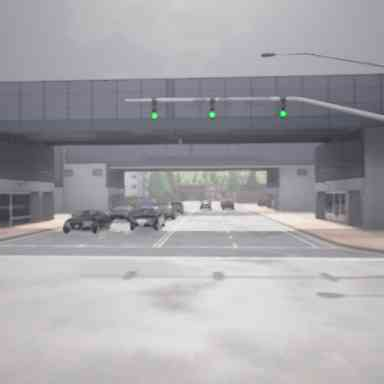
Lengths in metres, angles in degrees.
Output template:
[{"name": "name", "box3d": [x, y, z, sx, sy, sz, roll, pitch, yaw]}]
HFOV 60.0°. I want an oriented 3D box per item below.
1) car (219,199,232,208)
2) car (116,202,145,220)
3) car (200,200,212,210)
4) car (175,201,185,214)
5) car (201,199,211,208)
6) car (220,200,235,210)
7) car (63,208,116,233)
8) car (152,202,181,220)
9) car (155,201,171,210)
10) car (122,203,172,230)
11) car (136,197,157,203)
[{"name": "car", "box3d": [6.149, 2.142, 61.650, 2.128, 1.511, 4.902, 0, -1, 3]}, {"name": "car", "box3d": [-6.111, 1.902, 30.488, 2.033, 1.411, 5.357, 0, -1, 3]}, {"name": "car", "box3d": [2.146, 2.110, 52.233, 2.033, 1.411, 5.357, 0, -1, 3]}, {"name": "car", "box3d": [-1.963, 1.975, 42.427, 1.837, 1.490, 4.892, 0, -1, 3]}, {"name": "car", "box3d": [2.658, 2.143, 61.907, 1.882, 1.535, 5.008, 0, -1, 3]}, {"name": "car", "box3d": [5.653, 2.056, 52.276, 1.837, 1.490, 4.892, 0, -1, 3]}, {"name": "car", "box3d": [-6.592, 1.820, 21.300, 1.994, 1.385, 4.181, 0, -1, 3]}, {"name": "car", "box3d": [-2.519, 1.923, 32.062, 1.994, 1.385, 4.181, 0, -1, 3]}, {"name": "car", "box3d": [-4.759, 2.212, 54.549, 1.895, 1.301, 4.718, 0, -1, 3]}, {"name": "car", "box3d": [-2.978, 1.755, 23.165, 2.128, 1.511, 4.902, 0, -1, 4]}, {"name": "car", "box3d": [-5.542, 1.688, 40.999, 2.150, 2.045, 5.566, 0, -1, 3]}]
